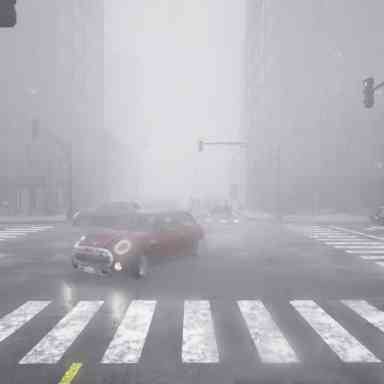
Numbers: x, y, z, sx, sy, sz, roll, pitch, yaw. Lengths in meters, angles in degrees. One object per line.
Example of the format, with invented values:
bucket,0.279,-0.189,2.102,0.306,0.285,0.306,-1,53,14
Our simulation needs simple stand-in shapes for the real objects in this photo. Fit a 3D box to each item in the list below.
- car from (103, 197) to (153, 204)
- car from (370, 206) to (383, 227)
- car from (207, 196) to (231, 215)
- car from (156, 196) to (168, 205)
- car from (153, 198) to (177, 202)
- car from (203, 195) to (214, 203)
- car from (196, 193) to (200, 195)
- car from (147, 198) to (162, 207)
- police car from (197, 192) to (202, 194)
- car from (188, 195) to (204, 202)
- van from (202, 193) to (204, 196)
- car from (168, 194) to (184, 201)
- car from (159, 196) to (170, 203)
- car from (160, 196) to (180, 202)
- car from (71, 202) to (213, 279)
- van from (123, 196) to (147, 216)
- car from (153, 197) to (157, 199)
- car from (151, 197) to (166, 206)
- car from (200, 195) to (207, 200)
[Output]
car,-4.992,1.352,20.629,4.553,1.767,2.097,0,0,0
car,14.223,1.235,20.722,5.566,2.045,2.150,0,0,0
car,2.828,1.442,33.392,1.967,1.590,4.097,0,0,0
car,-5.559,1.527,61.603,1.752,1.417,4.829,0,0,0
car,-2.940,1.603,33.206,1.895,1.301,4.718,0,0,3
car,2.883,1.443,44.730,1.967,1.590,4.097,0,0,0
car,0.364,1.523,73.653,1.812,1.442,4.674,0,0,0
car,-5.614,1.585,50.436,1.802,1.307,4.206,0,0,0
police car,2.754,1.421,79.498,1.930,1.638,5.238,0,0,0
car,0.357,1.550,52.569,2.033,1.411,5.357,0,0,0
van,2.939,1.344,56.068,1.690,1.788,3.998,0,0,0
car,-2.829,1.550,53.879,2.033,1.411,5.357,0,0,1
car,-5.530,1.566,67.441,1.947,1.339,4.313,0,0,0
car,-2.890,1.604,43.189,1.895,1.301,4.718,0,0,1
car,-1.417,1.355,10.251,2.097,1.767,4.553,0,0,31
van,-5.698,1.343,33.431,1.690,1.788,3.998,0,0,0
car,-5.670,1.442,39.100,1.967,1.590,4.097,0,0,0
car,-5.586,1.568,56.105,1.947,1.339,4.313,0,0,0
car,3.108,1.557,90.084,1.947,1.339,4.313,0,0,0
